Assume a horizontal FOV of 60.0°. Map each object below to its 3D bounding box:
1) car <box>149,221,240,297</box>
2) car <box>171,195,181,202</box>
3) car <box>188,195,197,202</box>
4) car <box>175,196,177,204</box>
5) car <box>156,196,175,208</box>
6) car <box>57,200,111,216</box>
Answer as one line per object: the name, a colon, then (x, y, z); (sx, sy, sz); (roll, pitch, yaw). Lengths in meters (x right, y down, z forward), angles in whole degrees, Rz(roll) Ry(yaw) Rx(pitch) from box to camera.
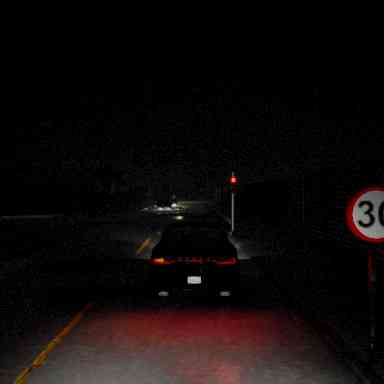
car: (0.068, 1.478, 8.629); (1.882, 1.535, 5.008); (0, 0, 1)
car: (-3.847, 1.510, 80.926); (2.128, 1.511, 4.902); (0, 0, 0)
car: (0.135, 1.339, 71.405); (1.812, 1.442, 4.674); (0, 0, 0)
car: (-3.917, 1.492, 65.358); (2.128, 1.511, 4.902); (0, 0, 1)
car: (-4.005, 1.564, 48.345); (1.994, 1.385, 4.181); (0, 0, 0)
car: (-10.252, 1.491, 31.702); (4.902, 1.511, 2.128); (0, 1, -7)
